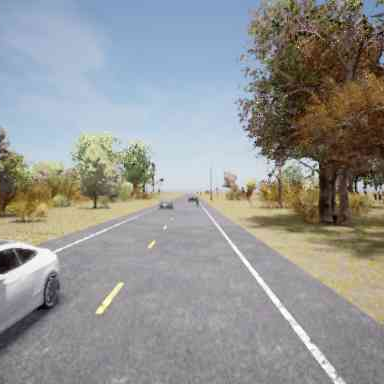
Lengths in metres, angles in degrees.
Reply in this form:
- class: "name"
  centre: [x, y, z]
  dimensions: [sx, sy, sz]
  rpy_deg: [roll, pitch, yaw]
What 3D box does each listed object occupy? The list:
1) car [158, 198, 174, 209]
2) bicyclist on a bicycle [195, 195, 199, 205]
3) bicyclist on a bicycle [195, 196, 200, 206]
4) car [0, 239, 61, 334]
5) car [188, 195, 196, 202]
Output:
- class: "car"
  centre: [-3.585, 1.609, 46.483]
  dimensions: [2.128, 1.511, 4.902]
  rpy_deg: [0, 0, 0]
- class: "bicyclist on a bicycle"
  centre: [0.960, 1.527, 63.496]
  dimensions: [0.659, 1.776, 1.843]
  rpy_deg: [0, 0, 0]
- class: "bicyclist on a bicycle"
  centre: [0.961, 1.587, 53.615]
  dimensions: [0.582, 1.620, 1.656]
  rpy_deg: [0, 0, 0]
- class: "car"
  centre: [-3.601, 1.541, 5.137]
  dimensions: [1.812, 1.442, 4.674]
  rpy_deg: [0, 0, 0]
- class: "car"
  centre: [-0.003, 1.665, 79.930]
  dimensions: [1.837, 1.490, 4.892]
  rpy_deg: [0, 0, 0]
